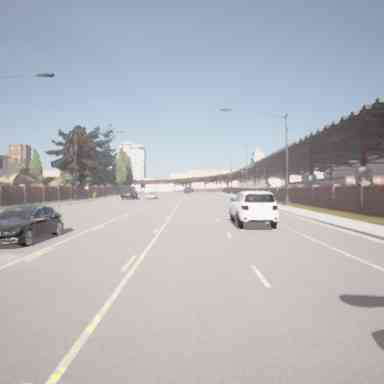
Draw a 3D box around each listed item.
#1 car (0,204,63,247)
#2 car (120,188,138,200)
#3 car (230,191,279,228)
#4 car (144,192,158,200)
[{"bbox_3d":[-7.104,1.329,14.124,1.837,1.490,4.892,0,1,0],"label":"car"},{"bbox_3d":[-10.559,0.312,56.415,2.150,2.045,5.566,0,1,1],"label":"car"},{"bbox_3d":[3.586,0.947,19.961,2.150,2.045,5.566,0,1,0],"label":"car"},{"bbox_3d":[-7.059,0.670,57.636,1.895,1.301,4.718,0,1,1],"label":"car"}]
